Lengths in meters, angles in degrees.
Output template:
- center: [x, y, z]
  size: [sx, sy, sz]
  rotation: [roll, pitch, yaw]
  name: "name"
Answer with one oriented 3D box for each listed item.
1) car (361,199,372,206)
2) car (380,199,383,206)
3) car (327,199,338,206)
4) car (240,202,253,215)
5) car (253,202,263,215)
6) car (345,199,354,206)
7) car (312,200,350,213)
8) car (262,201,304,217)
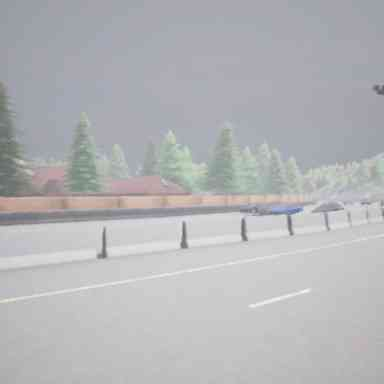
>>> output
- center: [35.251, 2.061, 67.227]
  size: [2.033, 1.411, 5.357]
  rotation: [-1, -1, 31]
  name: "car"
- center: [39.066, 2.139, 66.848]
  size: [1.994, 1.385, 4.181]
  rotation: [-1, -1, 31]
  name: "car"
- center: [32.171, 2.341, 76.113]
  size: [1.812, 1.442, 4.674]
  rotation: [-1, -1, 27]
  name: "car"
- center: [8.119, 2.059, 42.919]
  size: [1.882, 1.535, 5.008]
  rotation: [-1, -1, 44]
  name: "car"
- center: [9.746, 1.867, 39.595]
  size: [2.097, 1.767, 4.553]
  rotation: [-1, -1, 45]
  name: "car"
- center: [33.591, 2.203, 71.394]
  size: [1.812, 1.442, 4.674]
  rotation: [-1, -1, 29]
  name: "car"
- center: [13.936, 1.887, 33.870]
  size: [1.837, 1.490, 4.892]
  rotation: [-1, -1, 45]
  name: "car"
- center: [9.814, 1.916, 34.710]
  size: [5.008, 1.535, 1.882]
  rotation: [0, -1, -44]
  name: "car"
